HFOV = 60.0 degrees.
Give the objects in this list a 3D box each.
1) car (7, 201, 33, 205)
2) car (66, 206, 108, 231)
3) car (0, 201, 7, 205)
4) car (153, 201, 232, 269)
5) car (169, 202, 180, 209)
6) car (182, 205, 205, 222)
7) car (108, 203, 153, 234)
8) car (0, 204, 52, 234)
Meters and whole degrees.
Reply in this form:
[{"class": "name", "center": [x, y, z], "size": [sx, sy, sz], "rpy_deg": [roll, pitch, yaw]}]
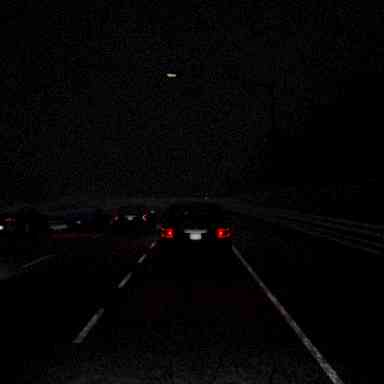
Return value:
[{"class": "car", "center": [-28.028, 2.276, 55.167], "size": [2.097, 1.767, 4.553], "rpy_deg": [0, -1, 0]}, {"class": "car", "center": [-6.904, 1.727, 22.739], "size": [1.882, 1.535, 5.008], "rpy_deg": [0, -1, 0]}, {"class": "car", "center": [-31.521, 2.286, 55.555], "size": [2.097, 1.767, 4.553], "rpy_deg": [0, -1, 0]}, {"class": "car", "center": [0.098, 1.323, 11.672], "size": [2.150, 2.045, 5.566], "rpy_deg": [0, -1, 0]}, {"class": "car", "center": [-3.513, 2.748, 66.702], "size": [1.994, 1.385, 4.181], "rpy_deg": [0, -1, 0]}, {"class": "car", "center": [0.094, 1.962, 32.108], "size": [2.033, 1.411, 5.357], "rpy_deg": [0, -1, 0]}, {"class": "car", "center": [-3.504, 1.572, 20.969], "size": [2.097, 1.767, 4.553], "rpy_deg": [0, -1, 0]}, {"class": "car", "center": [-10.404, 1.721, 20.575], "size": [1.837, 1.490, 4.892], "rpy_deg": [0, -1, 0]}]
